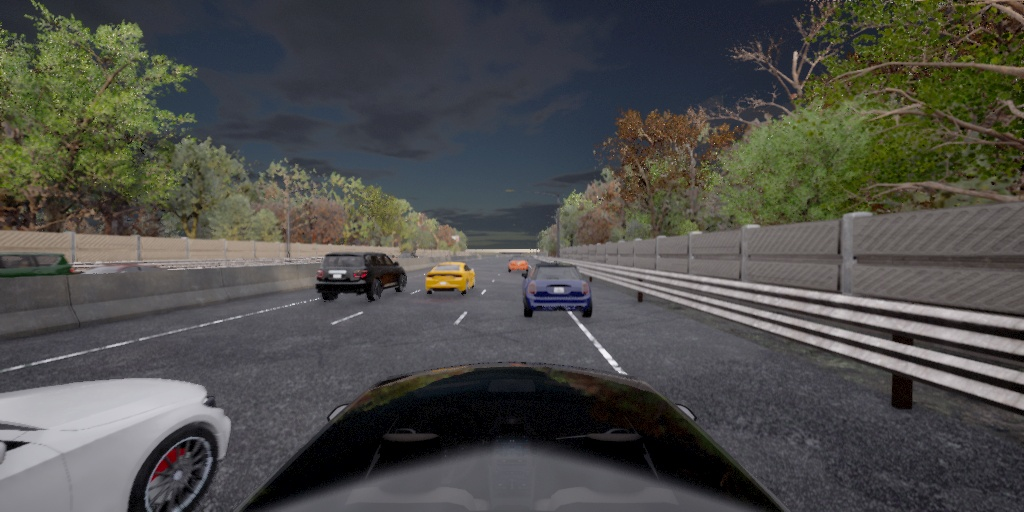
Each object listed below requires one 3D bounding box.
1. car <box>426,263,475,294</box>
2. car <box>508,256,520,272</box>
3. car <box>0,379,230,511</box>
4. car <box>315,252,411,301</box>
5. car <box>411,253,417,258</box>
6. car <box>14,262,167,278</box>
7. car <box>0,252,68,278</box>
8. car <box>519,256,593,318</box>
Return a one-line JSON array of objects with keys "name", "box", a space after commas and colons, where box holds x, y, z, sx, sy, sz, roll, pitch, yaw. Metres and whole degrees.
[{"name": "car", "box": [-3.093, 1.079, 18.797, 1.882, 1.535, 5.008, 0, 0, 1]}, {"name": "car", "box": [0.703, 0.787, 38.725, 2.097, 1.767, 4.553, 0, 1, 1]}, {"name": "car", "box": [-3.399, 1.280, 1.153, 1.812, 1.442, 4.674, 0, 1, 1]}, {"name": "car", "box": [-6.639, 0.843, 16.400, 2.150, 2.045, 5.566, 0, 0, 1]}, {"name": "car", "box": [-16.617, 0.510, 56.684, 2.150, 2.045, 5.566, 0, 0, 1]}, {"name": "car", "box": [-17.349, 1.103, 15.747, 1.882, 1.535, 5.008, 0, 0, 1]}, {"name": "car", "box": [-20.880, 0.862, 13.919, 2.150, 2.045, 5.566, 0, 0, 1]}, {"name": "car", "box": [1.427, 1.005, 12.732, 2.097, 1.767, 4.553, 0, 0, 1]}]
